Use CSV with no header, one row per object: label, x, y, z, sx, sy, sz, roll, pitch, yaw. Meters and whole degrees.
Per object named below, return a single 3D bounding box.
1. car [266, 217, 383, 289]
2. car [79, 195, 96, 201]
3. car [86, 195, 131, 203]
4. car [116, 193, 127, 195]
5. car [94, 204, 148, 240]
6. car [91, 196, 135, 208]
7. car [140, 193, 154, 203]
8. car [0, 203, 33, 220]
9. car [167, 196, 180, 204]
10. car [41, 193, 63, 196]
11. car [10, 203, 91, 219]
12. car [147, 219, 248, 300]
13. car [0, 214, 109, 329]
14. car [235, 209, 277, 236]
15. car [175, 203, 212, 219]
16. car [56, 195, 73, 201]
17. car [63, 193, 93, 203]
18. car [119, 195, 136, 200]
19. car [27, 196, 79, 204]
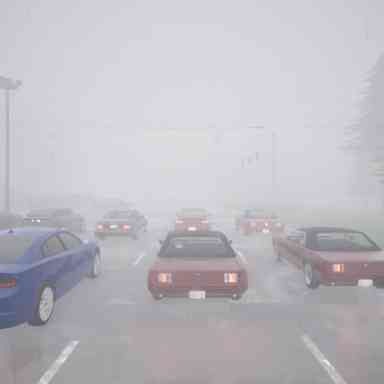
car,3.593,1.601,9.127,1.895,1.301,4.718,0,0,0
car,-27.456,1.523,87.368,4.902,1.511,2.128,0,0,42
car,-10.591,1.504,42.673,4.892,1.490,1.837,0,2,-45
car,-17.051,1.224,79.660,2.150,2.045,5.566,0,0,-30
car,-3.427,1.547,16.888,2.033,1.411,5.357,0,0,0
car,-8.991,1.525,39.333,4.674,1.442,1.812,0,0,-42
car,-9.698,1.224,71.853,2.150,2.045,5.566,0,0,-20
car,-10.434,1.491,16.919,2.128,1.511,4.902,0,0,0
car,-3.613,1.491,64.726,2.128,1.511,4.902,0,0,-18
car,-19.666,1.221,49.429,5.566,2.045,2.150,0,1,-22
car,-6.933,1.504,16.935,1.837,1.490,4.892,0,0,0
car,0.093,1.601,8.335,1.895,1.301,4.718,0,0,0
car,-3.406,1.477,7.077,1.882,1.535,5.008,0,0,0
car,3.544,1.600,18.295,1.895,1.301,4.718,0,0,-1
car,0.055,1.525,17.438,1.812,1.442,4.674,0,0,1
car,-33.727,1.522,88.096,4.674,1.442,1.812,0,0,35
car,-15.147,1.222,48.236,5.566,2.045,2.150,0,2,-44
car,-17.990,1.538,92.679,2.033,1.411,5.357,0,0,-44
car,-17.532,1.547,42.180,5.357,1.411,2.033,0,0,-17
